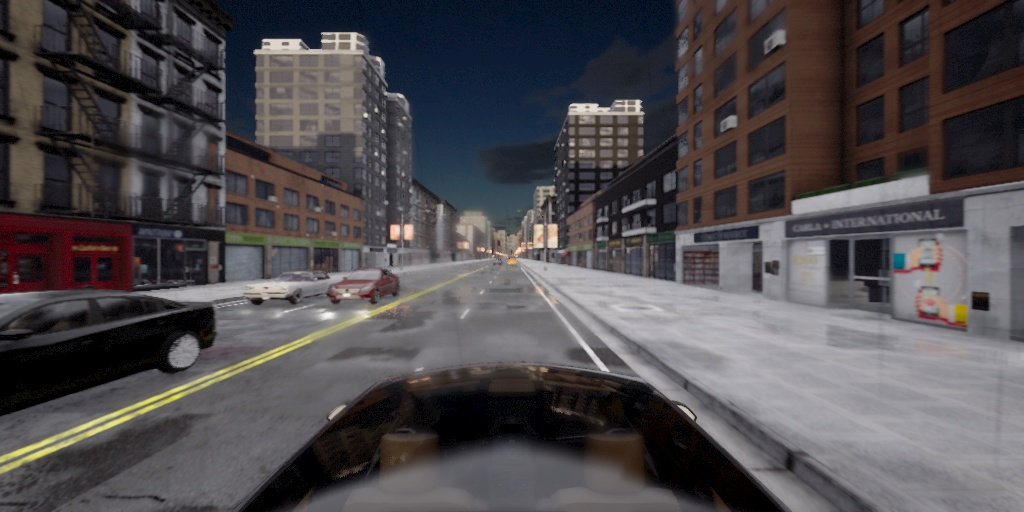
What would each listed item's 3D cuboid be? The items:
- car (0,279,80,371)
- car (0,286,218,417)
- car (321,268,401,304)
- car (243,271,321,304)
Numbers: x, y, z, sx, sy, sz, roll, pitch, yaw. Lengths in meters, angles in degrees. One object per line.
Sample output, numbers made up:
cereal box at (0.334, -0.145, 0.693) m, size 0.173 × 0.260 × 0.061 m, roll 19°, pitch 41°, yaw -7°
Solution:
car at (-9.831, 1.226, 4.862) m, size 1.882 × 1.535 × 5.008 m, roll 0°, pitch 0°, yaw 0°
car at (-6.581, 1.227, 4.749) m, size 1.882 × 1.535 × 5.008 m, roll 0°, pitch 0°, yaw 0°
car at (-6.499, 1.284, 16.429) m, size 1.812 × 1.442 × 4.674 m, roll 0°, pitch 0°, yaw 0°
car at (-9.749, 1.357, 16.399) m, size 1.895 × 1.301 × 4.718 m, roll 0°, pitch 0°, yaw 0°
